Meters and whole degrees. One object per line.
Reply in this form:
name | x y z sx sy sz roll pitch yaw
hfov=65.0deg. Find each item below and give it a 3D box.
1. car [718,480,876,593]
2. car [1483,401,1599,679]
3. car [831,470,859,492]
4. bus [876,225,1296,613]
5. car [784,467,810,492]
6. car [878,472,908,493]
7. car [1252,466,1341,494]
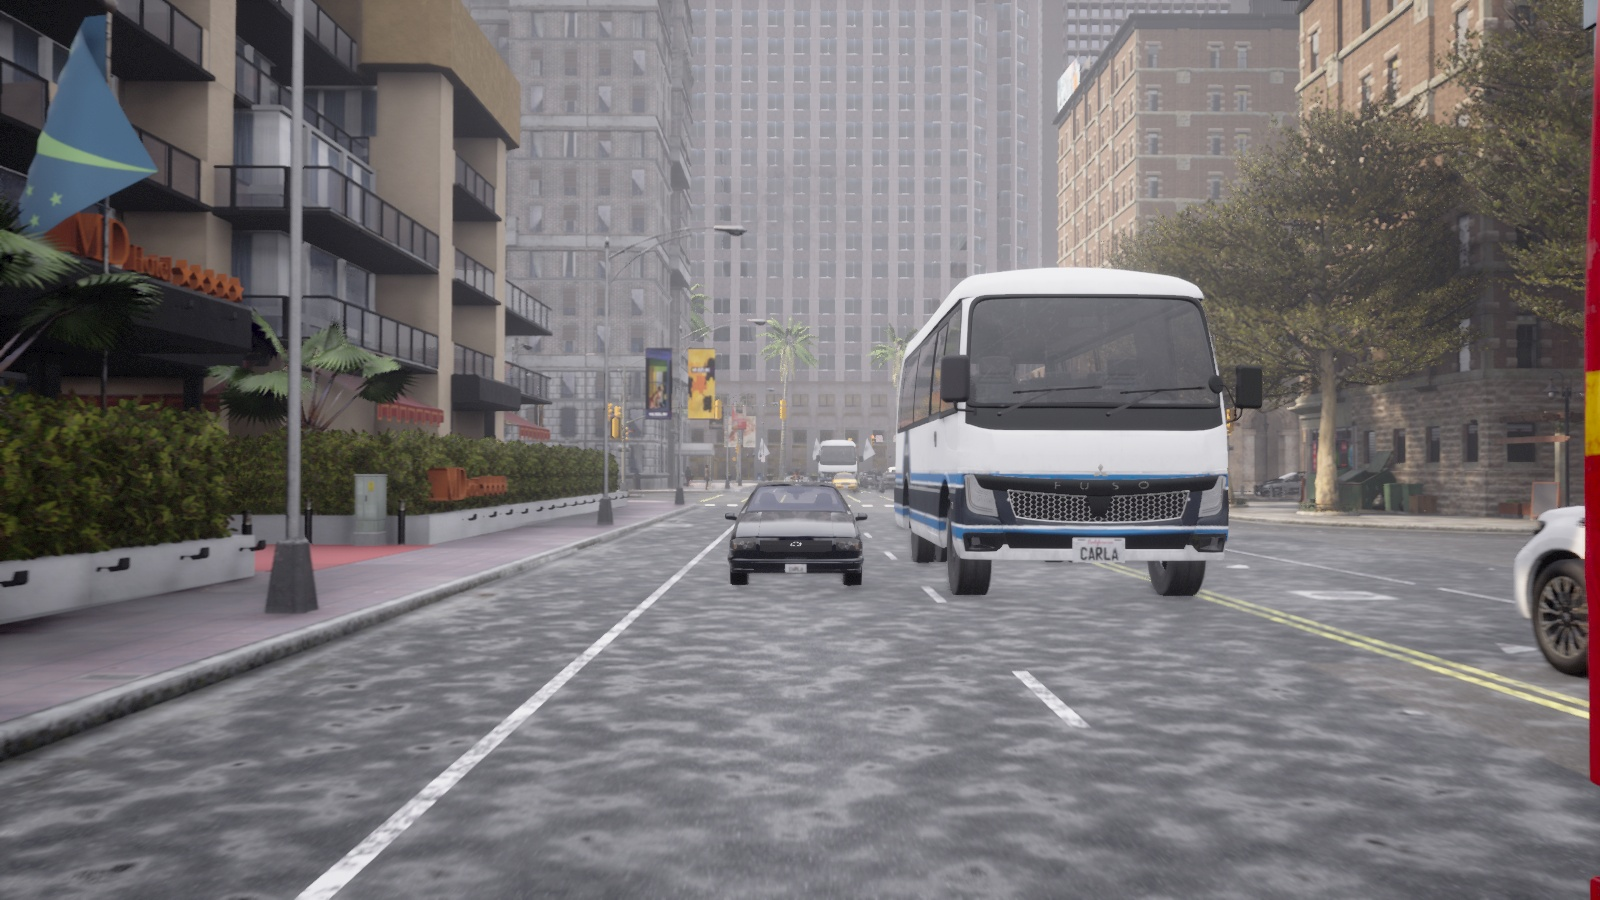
car | -0.047 1.178 18.838 2.033 1.411 5.357 0 -1 0
car | 6.970 0.640 8.041 2.150 2.045 5.566 0 -1 0
car | 3.273 2.286 92.335 1.801 1.575 5.366 0 -1 0
bus | 3.448 -0.259 18.943 3.944 4.253 10.273 0 -1 0
car | -0.237 2.248 96.498 1.932 1.855 4.605 0 -1 0
car | 6.782 2.336 92.213 1.837 1.490 4.892 0 -1 0
car | 30.433 1.827 77.069 4.611 1.667 2.242 0 -1 1
